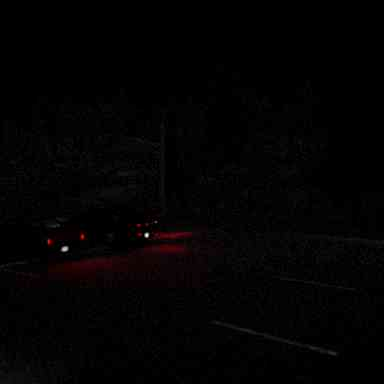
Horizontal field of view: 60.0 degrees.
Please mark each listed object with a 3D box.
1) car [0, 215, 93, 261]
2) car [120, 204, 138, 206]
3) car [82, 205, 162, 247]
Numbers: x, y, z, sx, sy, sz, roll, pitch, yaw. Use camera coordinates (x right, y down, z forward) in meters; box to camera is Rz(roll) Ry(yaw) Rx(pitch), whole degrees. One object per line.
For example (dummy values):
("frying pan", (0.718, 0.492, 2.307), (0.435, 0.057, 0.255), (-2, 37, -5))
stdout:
("car", (-6.062, 1.574, 12.099), (4.718, 1.301, 1.895), (0, 0, 32))
("car", (-4.046, 1.445, 19.049), (5.008, 1.535, 1.882), (0, 0, 31))
("car", (-3.900, 1.480, 14.869), (4.892, 1.490, 1.837), (1, 0, 32))
